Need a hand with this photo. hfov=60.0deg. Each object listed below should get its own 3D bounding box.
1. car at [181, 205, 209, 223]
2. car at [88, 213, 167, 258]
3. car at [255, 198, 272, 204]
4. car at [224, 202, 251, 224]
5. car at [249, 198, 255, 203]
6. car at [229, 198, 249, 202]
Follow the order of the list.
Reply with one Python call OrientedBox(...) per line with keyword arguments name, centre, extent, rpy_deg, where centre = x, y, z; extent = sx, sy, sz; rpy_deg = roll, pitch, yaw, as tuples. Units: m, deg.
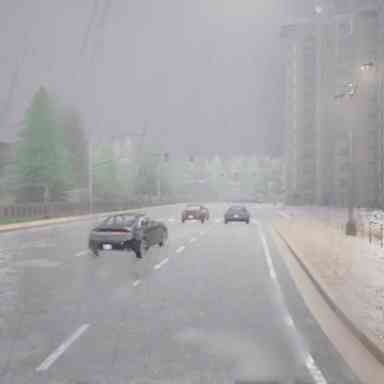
OrientedBox(name="car", centre=(0.324, 1.786, 28.109), extent=(1.812, 1.442, 4.674), rpy_deg=(0, 0, 10))
OrientedBox(name="car", centre=(-2.337, 1.603, 13.274), extent=(2.128, 1.511, 4.902), rpy_deg=(0, 0, 10))
OrientedBox(name="car", centre=(19.913, 2.530, 90.963), extent=(1.895, 1.301, 4.718), rpy_deg=(0, -1, 45))
OrientedBox(name="car", centre=(3.760, 1.837, 27.438), extent=(1.994, 1.385, 4.181), rpy_deg=(0, 0, 10))
OrientedBox(name="car", centre=(17.546, 2.450, 93.560), extent=(1.837, 1.490, 4.892), rpy_deg=(0, -1, 45))
OrientedBox(name="car", centre=(13.297, 2.433, 94.108), extent=(1.837, 1.490, 4.892), rpy_deg=(0, -1, 40))
